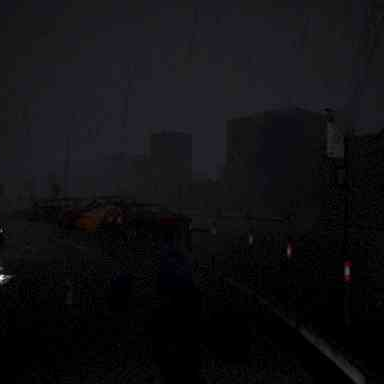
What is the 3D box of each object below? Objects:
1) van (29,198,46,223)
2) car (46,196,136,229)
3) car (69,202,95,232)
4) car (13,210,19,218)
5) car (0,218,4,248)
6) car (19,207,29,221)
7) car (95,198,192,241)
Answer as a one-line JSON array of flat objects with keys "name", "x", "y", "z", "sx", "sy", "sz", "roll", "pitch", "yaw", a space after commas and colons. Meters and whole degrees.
[{"name": "van", "x": -10.001, "y": 1.433, "z": 26.158, "sx": 4.442, "sy": 1.987, "sz": 1.878, "roll": 0, "pitch": -1, "yaw": -40}, {"name": "car", "x": -5.986, "y": 1.299, "z": 21.444, "sx": 5.566, "sy": 2.045, "sz": 2.435, "roll": 0, "pitch": -1, "yaw": -40}, {"name": "car", "x": -4.097, "y": 1.515, "z": 19.216, "sx": 5.008, "sy": 1.535, "sz": 2.097, "roll": 0, "pitch": -1, "yaw": -40}, {"name": "car", "x": -13.556, "y": 1.789, "z": 30.937, "sx": 5.366, "sy": 1.575, "sz": 1.946, "roll": 0, "pitch": -1, "yaw": -40}, {"name": "car", "x": -9.565, "y": 1.536, "z": 14.418, "sx": 1.882, "sy": 1.535, "sz": 5.008, "roll": 0, "pitch": -1, "yaw": -39}, {"name": "car", "x": -11.867, "y": 1.595, "z": 28.552, "sx": 4.553, "sy": 1.767, "sz": 2.185, "roll": 0, "pitch": -1, "yaw": -40}, {"name": "car", "x": -2.175, "y": 1.354, "z": 16.869, "sx": 4.553, "sy": 1.767, "sz": 2.185, "roll": 0, "pitch": -1, "yaw": -40}]
